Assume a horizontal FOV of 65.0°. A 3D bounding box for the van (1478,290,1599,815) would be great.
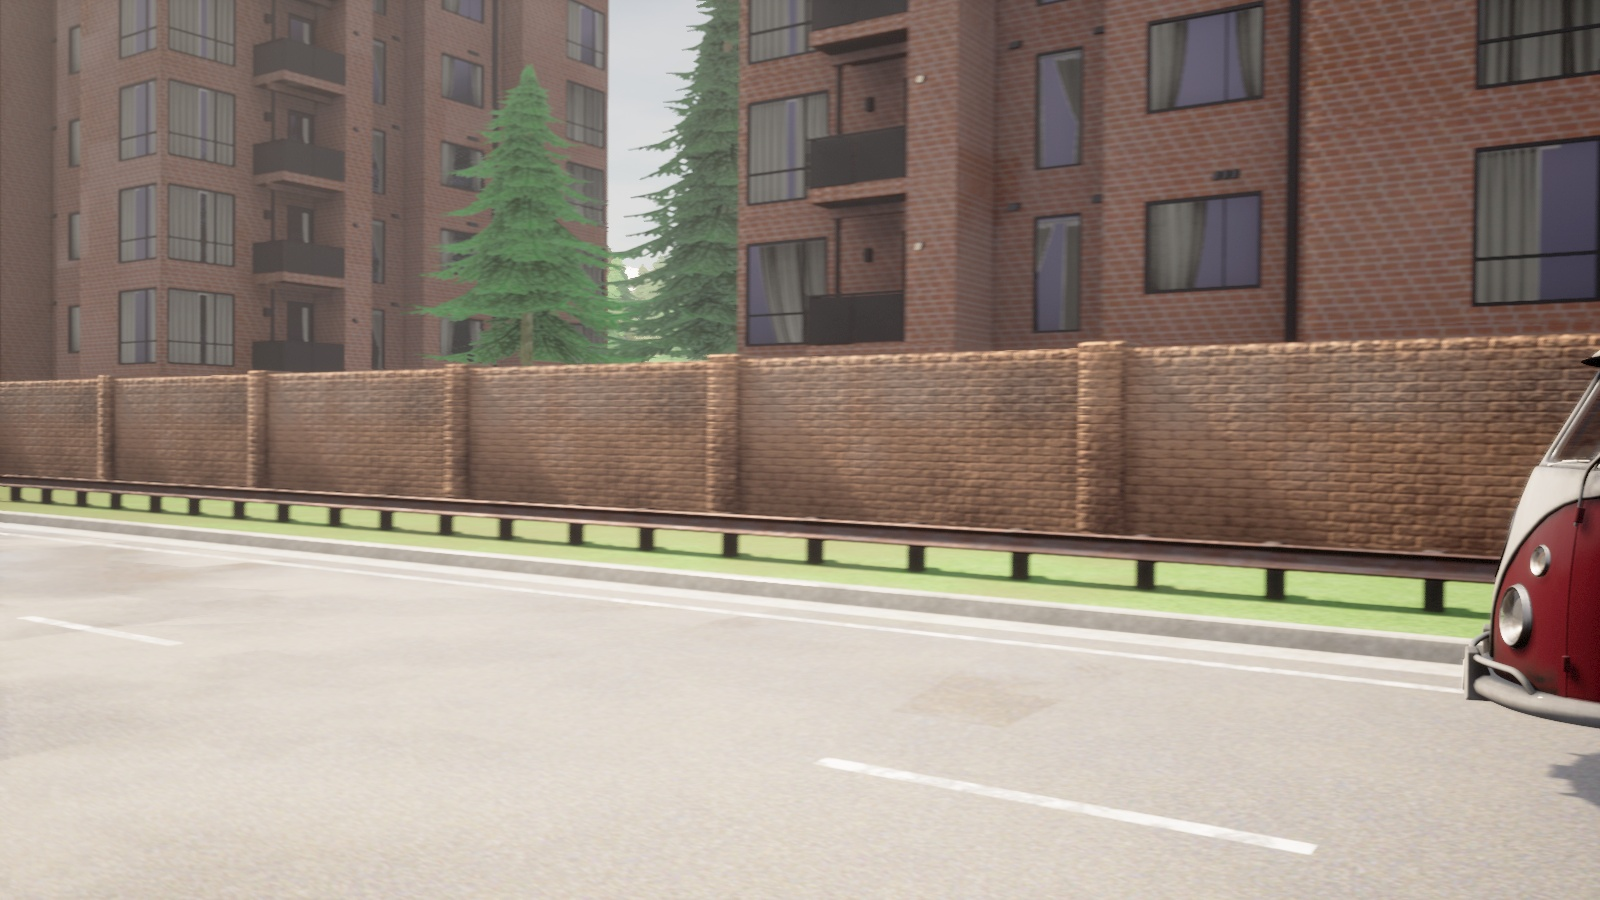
[{"bbox_3d":[5.025,0.377,4.482,4.442,1.987,1.775,0,1,34],"label":"van"}]
